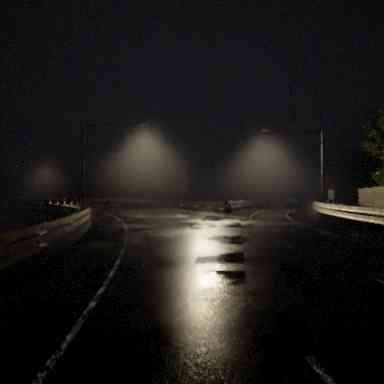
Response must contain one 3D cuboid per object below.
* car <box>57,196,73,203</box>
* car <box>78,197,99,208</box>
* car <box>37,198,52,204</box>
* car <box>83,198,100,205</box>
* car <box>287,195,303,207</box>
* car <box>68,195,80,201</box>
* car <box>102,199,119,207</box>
[{"bbox_3d":[-30.710,2.165,78.482,4.181,1.385,1.994,-1,-1,43],"label":"car"},{"bbox_3d":[-17.673,1.938,57.524,1.837,1.490,4.892,1,-1,-33],"label":"car"},{"bbox_3d":[-34.119,2.164,76.889,4.181,1.385,1.994,0,0,40],"label":"car"},{"bbox_3d":[-22.732,2.113,75.312,1.994,1.385,4.181,0,-1,-44],"label":"car"},{"bbox_3d":[18.401,1.650,59.317,2.150,2.045,5.566,0,-1,26],"label":"car"},{"bbox_3d":[-29.574,1.690,82.225,5.566,2.045,2.150,0,0,40],"label":"car"},{"bbox_3d":[-14.522,1.926,59.090,2.128,1.511,4.902,0,-1,-33],"label":"car"}]
